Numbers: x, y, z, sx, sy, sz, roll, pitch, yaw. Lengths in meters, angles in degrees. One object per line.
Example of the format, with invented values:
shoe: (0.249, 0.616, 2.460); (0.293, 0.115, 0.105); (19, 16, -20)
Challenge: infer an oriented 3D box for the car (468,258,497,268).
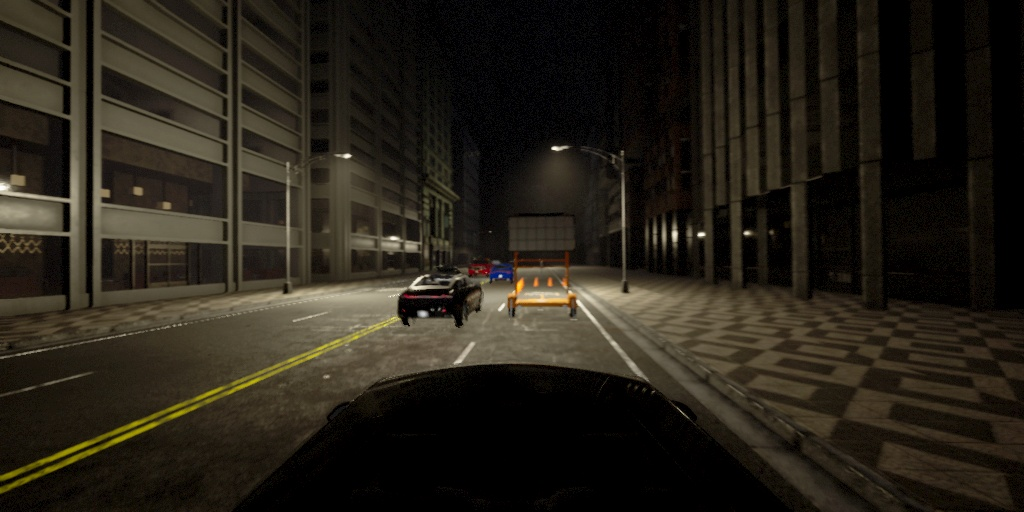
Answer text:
car: (-3.379, 1.291, 39.645); (2.150, 2.045, 5.566); (-1, -1, 5)

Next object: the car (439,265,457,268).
car: (-6.759, 1.654, 38.107); (1.994, 1.385, 4.181); (-1, 0, 5)

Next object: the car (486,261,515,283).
car: (-0.695, 1.436, 30.184); (1.882, 1.535, 5.008); (-1, 0, 4)

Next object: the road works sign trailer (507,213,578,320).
road works sign trailer: (1.079, 0.272, 12.853); (2.380, 3.560, 2.880); (0, 0, 5)

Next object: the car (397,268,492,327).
car: (-2.165, 1.328, 11.928); (2.128, 1.511, 4.902); (-1, 0, 5)
